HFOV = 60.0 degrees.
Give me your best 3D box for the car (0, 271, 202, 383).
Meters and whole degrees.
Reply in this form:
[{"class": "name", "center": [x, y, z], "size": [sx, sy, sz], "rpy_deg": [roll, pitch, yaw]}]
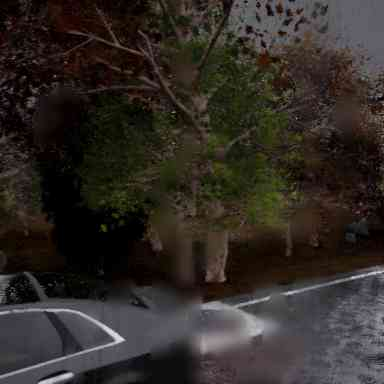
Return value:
[{"class": "car", "center": [-2.188, 1.506, 2.451], "size": [4.892, 1.490, 1.837], "rpy_deg": [1, 0, -35]}]
